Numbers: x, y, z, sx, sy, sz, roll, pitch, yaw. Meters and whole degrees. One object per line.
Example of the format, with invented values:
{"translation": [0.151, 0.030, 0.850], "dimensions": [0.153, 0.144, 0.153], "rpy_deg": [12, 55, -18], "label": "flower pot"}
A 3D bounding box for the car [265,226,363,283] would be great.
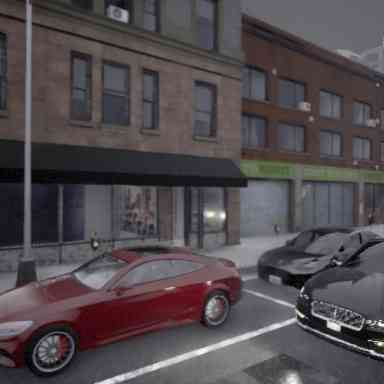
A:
{"translation": [3.661, 1.618, 8.750], "dimensions": [4.313, 1.339, 1.947], "rpy_deg": [1, 0, -35], "label": "car"}

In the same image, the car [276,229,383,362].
{"translation": [3.860, 1.549, 5.785], "dimensions": [4.892, 1.490, 1.837], "rpy_deg": [1, 0, -35], "label": "car"}

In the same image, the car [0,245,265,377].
{"translation": [-0.985, 1.593, 5.478], "dimensions": [4.206, 1.307, 1.802], "rpy_deg": [1, 0, -35], "label": "car"}
